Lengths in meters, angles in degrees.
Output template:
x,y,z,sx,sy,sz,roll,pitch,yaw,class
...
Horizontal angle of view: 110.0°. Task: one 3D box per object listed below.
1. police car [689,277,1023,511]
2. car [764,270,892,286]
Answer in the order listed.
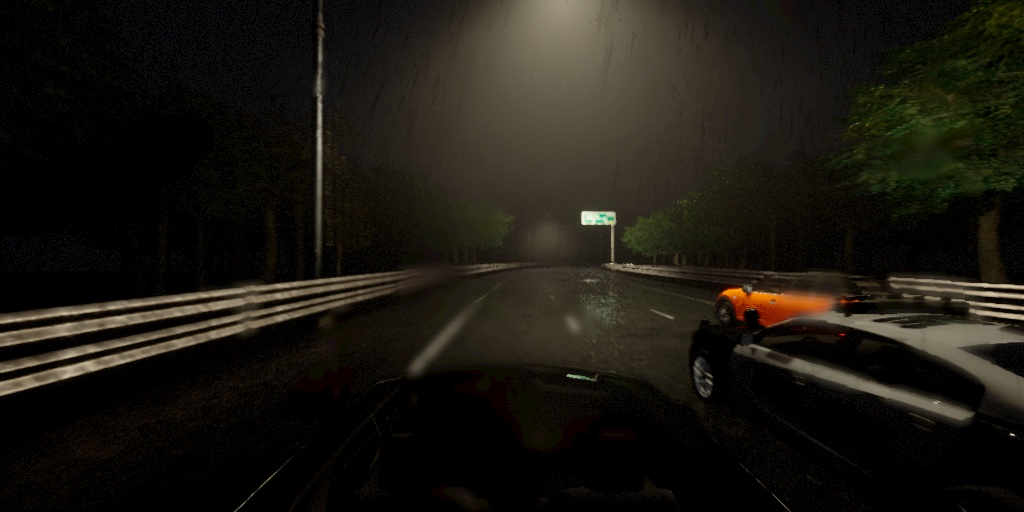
x,y,z,sx,sy,sz,roll,pitch,yaw,class
3.567,1.209,3.474,1.930,1.638,5.238,0,0,0,police car
7.167,1.180,8.990,2.097,1.767,4.553,0,0,1,car
